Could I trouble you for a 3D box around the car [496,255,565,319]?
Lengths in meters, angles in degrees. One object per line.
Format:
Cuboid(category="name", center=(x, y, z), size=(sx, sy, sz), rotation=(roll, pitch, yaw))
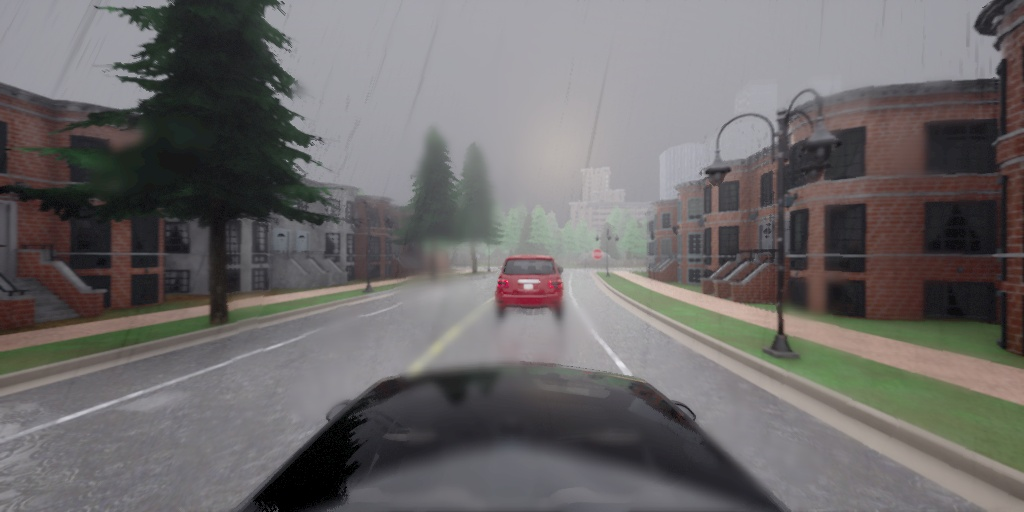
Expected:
Cuboid(category="car", center=(0.729, 0.994, 13.137), size=(2.150, 2.045, 5.566), rotation=(0, 0, 5))
